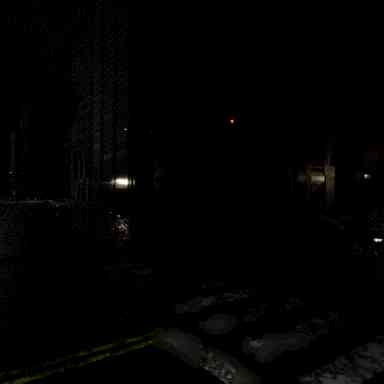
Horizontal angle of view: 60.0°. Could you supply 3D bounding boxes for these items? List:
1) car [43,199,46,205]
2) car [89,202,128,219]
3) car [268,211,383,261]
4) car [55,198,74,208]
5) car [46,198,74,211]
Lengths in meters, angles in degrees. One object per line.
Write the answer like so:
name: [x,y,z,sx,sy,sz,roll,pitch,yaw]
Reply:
car: [-26.556,1.803,62.378,2.128,1.511,4.902,1,-1,-36]
car: [-7.692,1.662,30.254,2.033,1.411,5.357,1,-1,-35]
car: [5.116,1.500,12.411,2.128,1.511,4.902,0,0,-37]
car: [-20.759,1.790,54.206,1.812,1.442,4.674,1,-1,-35]
car: [-17.710,1.720,44.412,1.812,1.442,4.674,1,-1,-35]
